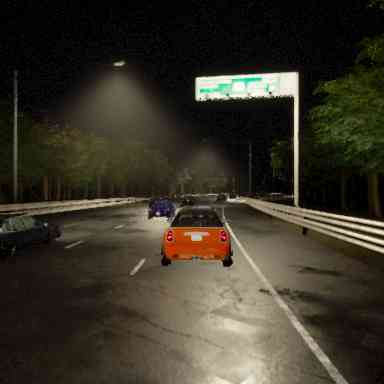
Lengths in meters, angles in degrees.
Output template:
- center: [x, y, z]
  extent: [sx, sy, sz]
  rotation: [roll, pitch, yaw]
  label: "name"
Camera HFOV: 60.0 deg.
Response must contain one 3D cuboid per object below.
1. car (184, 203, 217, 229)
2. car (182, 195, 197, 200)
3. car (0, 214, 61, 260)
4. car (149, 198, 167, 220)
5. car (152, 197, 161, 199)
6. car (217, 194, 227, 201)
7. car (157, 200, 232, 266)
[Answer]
- center: [0.687, 1.542, 23.232]
  extent: [2.033, 1.411, 5.357]
  rotation: [0, 0, 3]
  label: "car"
- center: [-0.351, 1.326, 50.860]
  extent: [2.097, 1.767, 4.553]
  rotation: [0, 0, 7]
  label: "car"
- center: [-6.853, 1.528, 12.383]
  extent: [2.033, 1.411, 5.357]
  rotation: [0, 0, 3]
  label: "car"
- center: [-2.449, 1.511, 28.036]
  extent: [1.812, 1.442, 4.674]
  rotation: [0, 0, 4]
  label: "car"
- center: [-4.548, 1.474, 44.981]
  extent: [1.837, 1.490, 4.892]
  rotation: [0, 0, 6]
  label: "car"
- center: [6.944, 1.306, 76.718]
  extent: [2.097, 1.767, 4.553]
  rotation: [0, 0, 11]
  label: "car"
- center: [0.200, 1.350, 11.737]
  extent: [2.097, 1.767, 4.553]
  rotation: [0, 0, 2]
  label: "car"
